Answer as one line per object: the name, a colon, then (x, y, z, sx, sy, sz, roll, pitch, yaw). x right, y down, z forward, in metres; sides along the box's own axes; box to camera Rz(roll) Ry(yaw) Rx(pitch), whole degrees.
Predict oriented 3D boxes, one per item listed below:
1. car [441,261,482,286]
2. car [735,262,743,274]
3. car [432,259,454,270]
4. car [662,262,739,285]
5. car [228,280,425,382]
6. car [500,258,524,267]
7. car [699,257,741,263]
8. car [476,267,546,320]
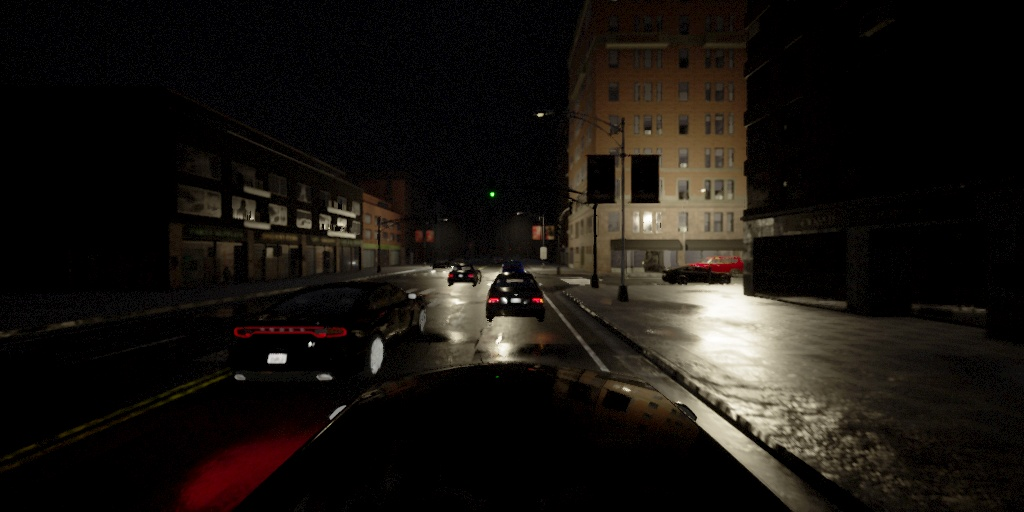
car: (-3.143, 1.258, 24.508, 2.033, 1.411, 5.357, 0, 0, 0)
car: (18.066, 1.281, 24.230, 4.403, 1.370, 2.007, 0, 0, 0)
car: (-9.816, 1.151, 50.226, 1.882, 1.535, 5.008, 0, 0, 0)
car: (12.404, 1.296, 24.257, 4.313, 1.339, 1.948, 0, 0, 0)
car: (-3.150, 1.217, 7.289, 1.882, 1.535, 5.008, 0, 0, 0)
car: (0.109, 1.175, 32.843, 1.882, 1.535, 5.008, 0, 0, 0)
car: (18.104, 0.993, 32.254, 5.009, 1.841, 2.192, 0, 0, 0)
car: (0.105, 1.278, 12.415, 2.033, 1.411, 5.357, 0, 0, 0)
